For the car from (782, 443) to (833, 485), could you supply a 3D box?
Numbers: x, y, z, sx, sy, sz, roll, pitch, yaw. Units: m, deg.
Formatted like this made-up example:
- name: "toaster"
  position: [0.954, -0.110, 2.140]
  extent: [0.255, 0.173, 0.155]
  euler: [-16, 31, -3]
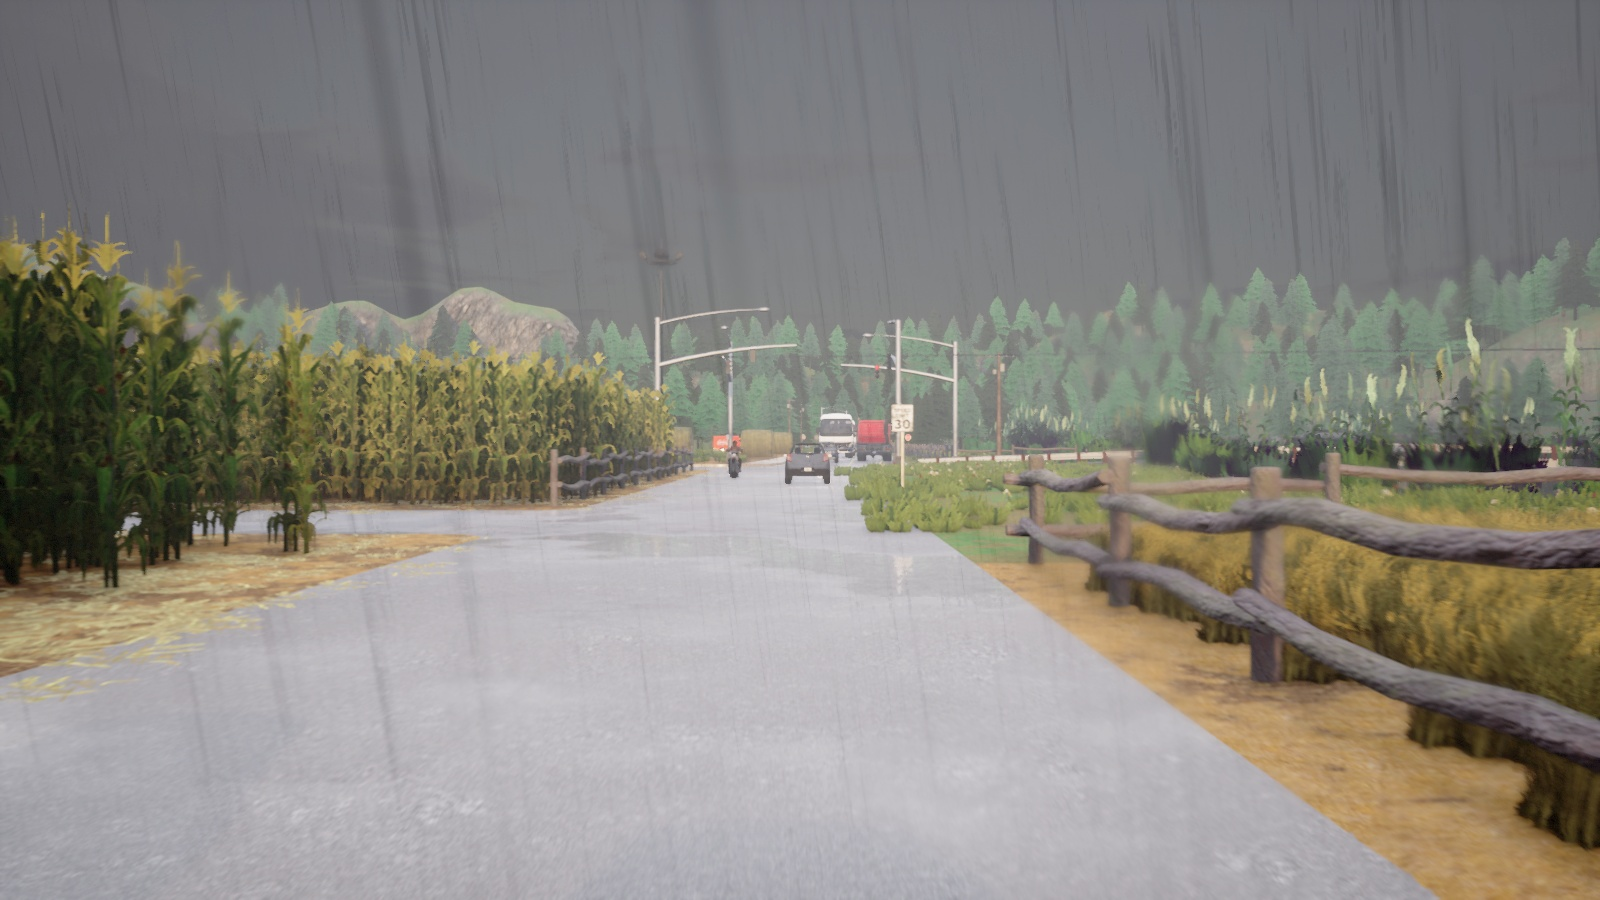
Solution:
- name: "car"
  position: [0.282, 0.495, 47.080]
  extent: [1.845, 1.501, 3.633]
  euler: [0, 0, 0]

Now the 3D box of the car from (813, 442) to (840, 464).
- name: "car"
  position: [1.952, 0.178, 91.092]
  extent: [1.789, 1.549, 3.705]
  euler: [0, 0, 3]

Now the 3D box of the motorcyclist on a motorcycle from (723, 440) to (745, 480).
- name: "motorcyclist on a motorcycle"
  position: [-2.784, 0.394, 53.187]
  extent: [0.766, 1.649, 2.350]
  euler: [0, 0, 0]

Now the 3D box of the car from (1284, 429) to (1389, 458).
- name: "car"
  position: [29.555, -0.345, 69.287]
  extent: [5.008, 1.535, 1.882]
  euler: [-1, 0, 7]
